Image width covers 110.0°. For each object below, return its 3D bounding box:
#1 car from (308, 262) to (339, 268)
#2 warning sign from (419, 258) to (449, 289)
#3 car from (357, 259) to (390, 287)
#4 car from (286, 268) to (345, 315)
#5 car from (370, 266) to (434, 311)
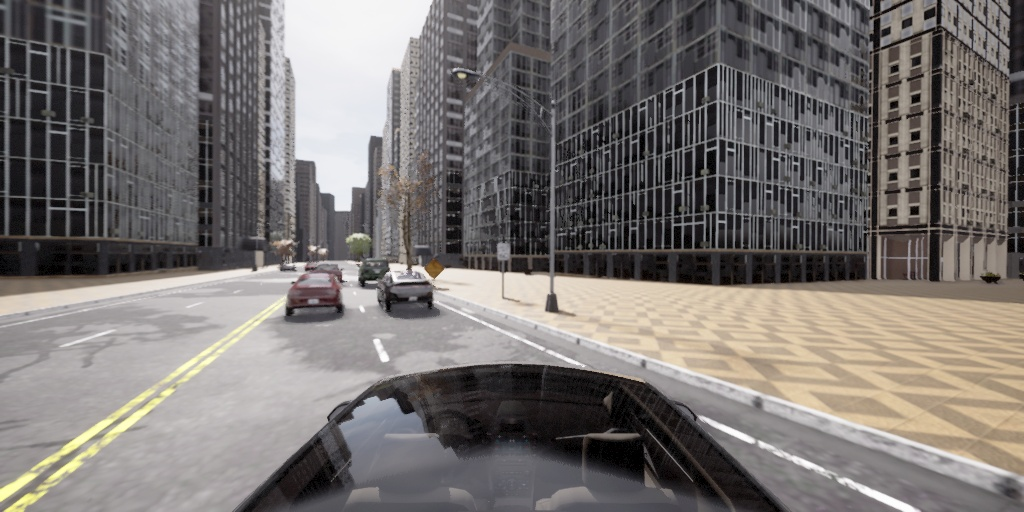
[{"bbox_3d":[-14.061,1.357,27.432,2.097,1.767,4.553,0,-1,-25],"label":"car"},{"bbox_3d":[-4.876,1.074,22.359,1.300,1.860,1.060,0,0,-26],"label":"warning sign"},{"bbox_3d":[-10.780,1.239,28.088,2.150,2.045,5.566,0,0,-25],"label":"car"},{"bbox_3d":[-7.771,1.401,14.357,1.812,1.442,4.674,0,0,-25],"label":"car"},{"bbox_3d":[-4.677,1.381,15.416,2.128,1.511,4.902,0,-1,-25],"label":"car"}]
